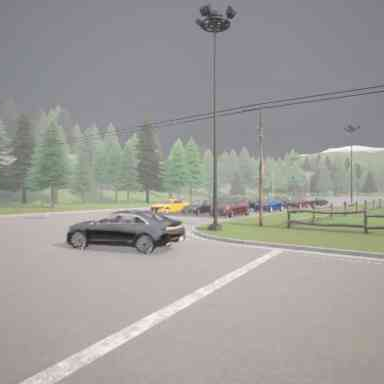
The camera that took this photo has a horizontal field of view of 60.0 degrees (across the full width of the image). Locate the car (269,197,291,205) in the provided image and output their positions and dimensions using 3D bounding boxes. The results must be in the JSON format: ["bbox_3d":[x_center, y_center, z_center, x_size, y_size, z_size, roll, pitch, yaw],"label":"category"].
[{"bbox_3d":[15.583,1.547,58.726,2.033,1.411,5.357,0,0,37],"label":"car"}]

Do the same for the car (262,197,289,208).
[{"bbox_3d":[12.238,1.492,48.363,2.128,1.511,4.902,0,0,37],"label":"car"}]

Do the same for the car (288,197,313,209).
[{"bbox_3d":[14.439,1.478,45.451,1.882,1.535,5.008,0,0,37],"label":"car"}]

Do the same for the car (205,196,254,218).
[{"bbox_3d":[3.531,1.352,30.604,2.097,1.767,4.553,0,0,36],"label":"car"}]

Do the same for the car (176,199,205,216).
[{"bbox_3d":[0.871,1.526,32.867,1.812,1.442,4.674,0,0,37],"label":"car"}]

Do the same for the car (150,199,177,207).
[{"bbox_3d":[-2.242,1.478,34.569,1.882,1.535,5.008,0,0,36],"label":"car"}]

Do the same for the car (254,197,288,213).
[{"bbox_3d":[8.806,1.478,37.817,1.882,1.535,5.008,0,0,36],"label":"car"}]

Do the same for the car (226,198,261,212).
[{"bbox_3d":[6.327,1.492,40.352,2.128,1.511,4.902,0,0,36],"label":"car"}]

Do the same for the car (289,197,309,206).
[{"bbox_3d":[18.193,1.564,56.393,1.994,1.385,4.181,0,0,37],"label":"car"}]

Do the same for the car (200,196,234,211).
[{"bbox_3d":[3.201,1.352,42.007,2.097,1.767,4.553,0,0,36],"label":"car"}]

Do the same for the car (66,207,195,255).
[{"bbox_3d":[-2.656,1.492,13.108,4.902,1.511,2.128,0,0,21],"label":"car"}]

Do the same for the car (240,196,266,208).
[{"bbox_3d":[9.357,1.478,50.349,1.882,1.535,5.008,0,0,36],"label":"car"}]

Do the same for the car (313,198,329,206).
[{"bbox_3d":[20.420,1.601,53.527,1.895,1.301,4.718,0,0,37],"label":"car"}]
